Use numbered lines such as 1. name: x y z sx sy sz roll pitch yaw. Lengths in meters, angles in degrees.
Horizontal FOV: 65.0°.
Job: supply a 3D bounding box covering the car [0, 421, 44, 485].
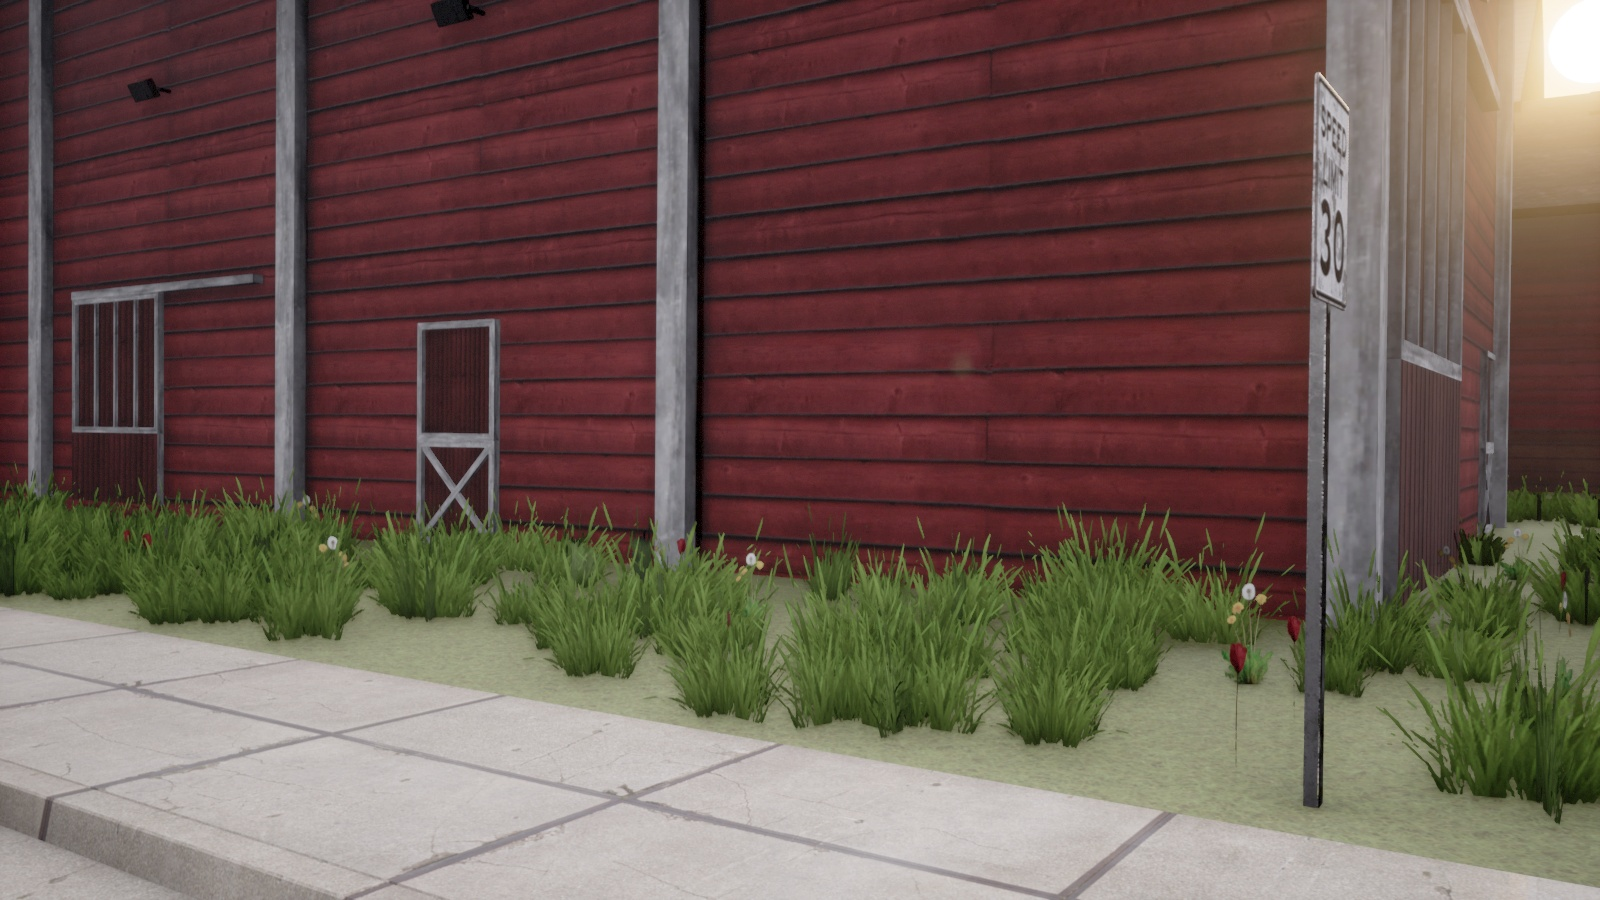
1. car: -27.436 0.111 39.763 2.150 2.045 5.566 0 1 33
